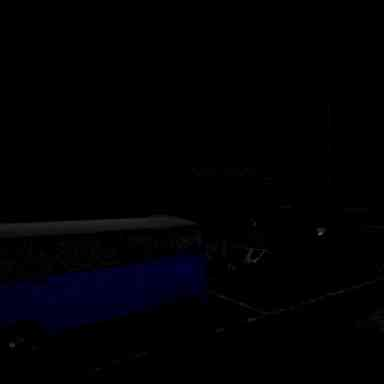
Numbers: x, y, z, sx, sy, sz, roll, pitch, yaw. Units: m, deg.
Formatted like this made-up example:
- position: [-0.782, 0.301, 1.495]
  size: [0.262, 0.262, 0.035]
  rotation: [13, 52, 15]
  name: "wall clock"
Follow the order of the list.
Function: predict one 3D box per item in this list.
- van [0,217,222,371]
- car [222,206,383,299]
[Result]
- position: [-1.642, 1.340, 5.375]
  size: [3.998, 1.788, 1.690]
  rotation: [0, -1, -35]
  name: "van"
- position: [2.910, 1.312, 8.613]
  size: [5.009, 1.841, 2.192]
  rotation: [0, -1, -35]
  name: "car"
